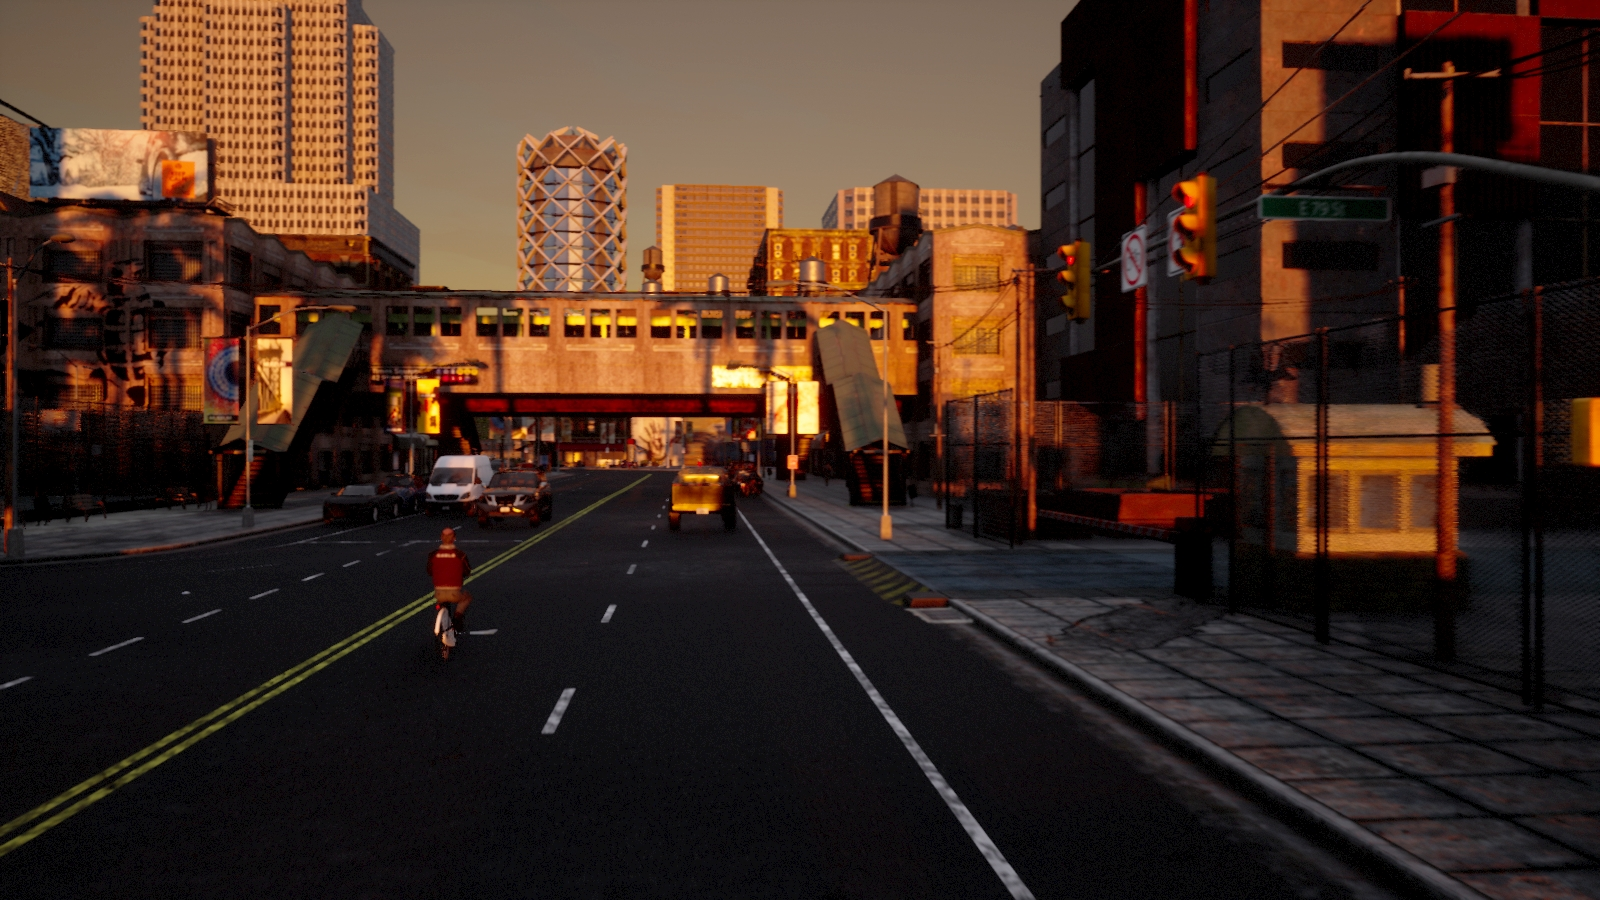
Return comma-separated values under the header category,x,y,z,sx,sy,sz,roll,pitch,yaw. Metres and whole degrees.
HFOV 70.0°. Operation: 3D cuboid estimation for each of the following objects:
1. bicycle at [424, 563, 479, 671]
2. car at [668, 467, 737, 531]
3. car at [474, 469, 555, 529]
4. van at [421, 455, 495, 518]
category,x,y,z,sx,sy,sz,roll,pitch,yaw
bicycle,-4.673,2.210,15.399,0.329,1.171,1.835,0,0,-5
car,-3.658,1.750,42.540,2.390,2.098,6.274,0,0,-5
car,-10.785,1.779,43.606,2.150,2.045,5.566,0,0,-5
van,-14.909,1.535,50.145,1.988,2.561,5.915,0,0,-5
